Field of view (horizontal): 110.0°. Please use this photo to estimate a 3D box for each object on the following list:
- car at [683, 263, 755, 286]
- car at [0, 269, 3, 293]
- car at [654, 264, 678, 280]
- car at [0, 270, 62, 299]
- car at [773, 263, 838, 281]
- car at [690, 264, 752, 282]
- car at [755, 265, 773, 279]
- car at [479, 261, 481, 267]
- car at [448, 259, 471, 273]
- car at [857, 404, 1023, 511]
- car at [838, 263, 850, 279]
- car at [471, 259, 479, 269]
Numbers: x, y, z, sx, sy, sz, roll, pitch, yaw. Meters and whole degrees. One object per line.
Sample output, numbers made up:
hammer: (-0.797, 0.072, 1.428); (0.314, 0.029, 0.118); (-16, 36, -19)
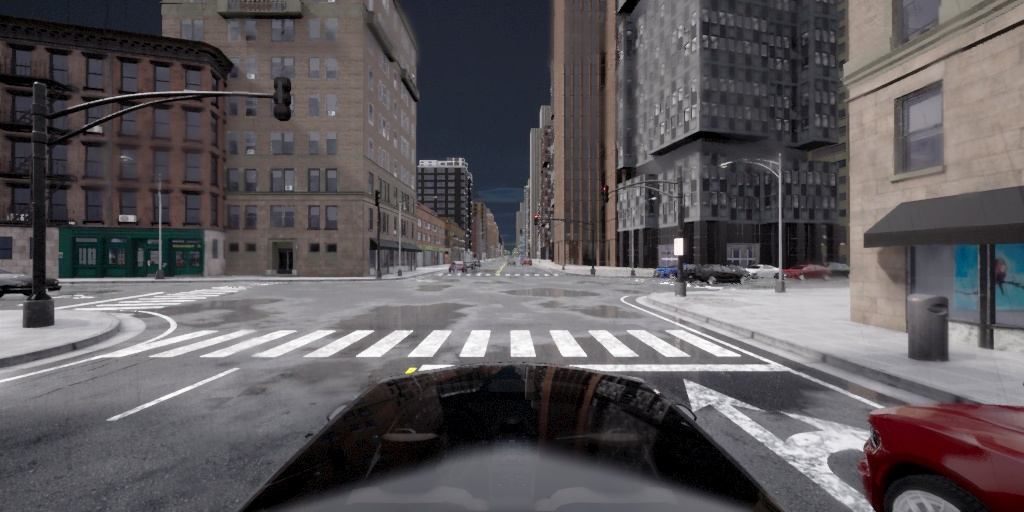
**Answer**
car: (15.547, 1.414, 27.259); (5.008, 1.535, 1.882); (1, 0, -18)
car: (-21.029, 1.021, 11.457); (5.357, 1.411, 2.033); (1, 0, -13)
car: (16.078, 1.476, 34.507); (5.008, 1.535, 1.882); (1, -1, -16)
car: (-22.317, 1.032, 14.448); (5.357, 1.411, 2.033); (1, 0, -16)
car: (28.253, 1.593, 34.584); (5.008, 1.535, 1.882); (1, 0, -15)
car: (18.530, 1.507, 31.798); (4.892, 1.490, 1.837); (1, -1, -17)
car: (25.653, 1.636, 37.249); (4.674, 1.442, 1.812); (1, 0, -15)
car: (-6.673, 1.326, 64.632); (1.994, 1.385, 4.181); (0, 0, 0)
car: (-6.672, 1.284, 44.709); (1.812, 1.442, 4.674); (0, 0, 0)
car: (3.353, 1.228, 0.406); (1.882, 1.535, 5.008); (0, 0, 0)
car: (35.018, 1.571, 39.628); (4.553, 1.767, 2.097); (1, 0, -13)
car: (-6.683, 1.253, 54.670); (2.128, 1.511, 4.902); (0, 0, 0)
